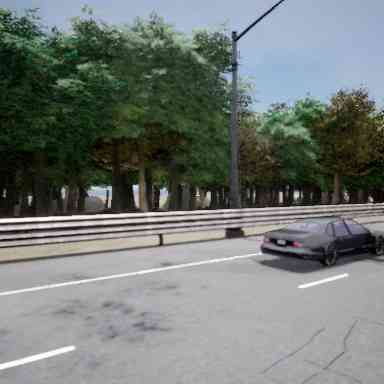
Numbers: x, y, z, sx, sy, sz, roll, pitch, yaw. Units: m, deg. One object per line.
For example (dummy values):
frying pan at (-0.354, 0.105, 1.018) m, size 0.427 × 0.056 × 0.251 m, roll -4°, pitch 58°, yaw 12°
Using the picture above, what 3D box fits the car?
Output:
car at (4.716, 1.542, 11.404) m, size 5.357 × 1.411 × 2.033 m, roll 0°, pitch 0°, yaw -35°
